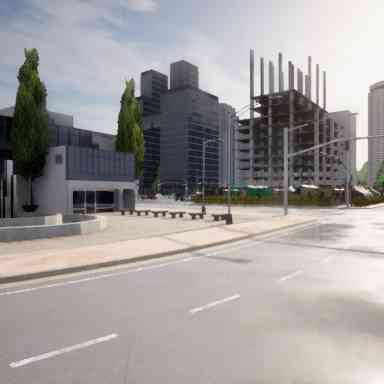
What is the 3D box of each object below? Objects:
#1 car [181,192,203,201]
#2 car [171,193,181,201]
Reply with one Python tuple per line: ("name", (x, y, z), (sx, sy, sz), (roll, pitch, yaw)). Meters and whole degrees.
("car", (-0.055, 1.395, 74.938), (1.970, 1.475, 3.806), (0, 0, 37))
("car", (-2.353, 1.156, 76.699), (1.905, 1.878, 3.866), (0, 0, 37))
